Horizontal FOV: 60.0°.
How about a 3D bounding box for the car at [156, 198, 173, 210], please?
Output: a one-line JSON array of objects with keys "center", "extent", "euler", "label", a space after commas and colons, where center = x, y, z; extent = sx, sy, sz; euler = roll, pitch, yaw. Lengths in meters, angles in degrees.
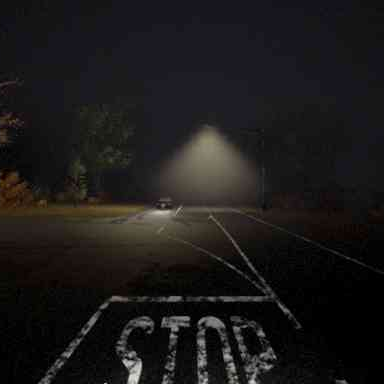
[{"center": [-3.438, 1.495, 42.497], "extent": [2.128, 1.511, 4.902], "euler": [0, 0, 0], "label": "car"}]
